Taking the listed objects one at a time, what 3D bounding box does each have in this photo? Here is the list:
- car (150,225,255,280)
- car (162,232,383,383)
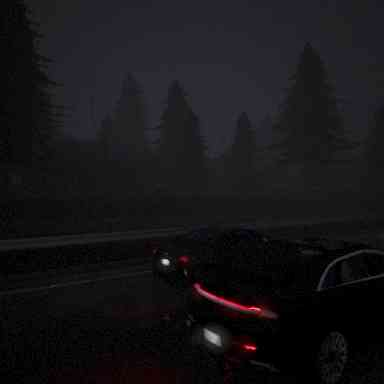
[{"bbox_3d":[1.023,1.580,8.775,4.181,1.385,1.994,0,0,-35],"label":"car"},{"bbox_3d":[2.214,1.505,5.326,4.902,1.511,2.128,0,0,-35],"label":"car"}]
